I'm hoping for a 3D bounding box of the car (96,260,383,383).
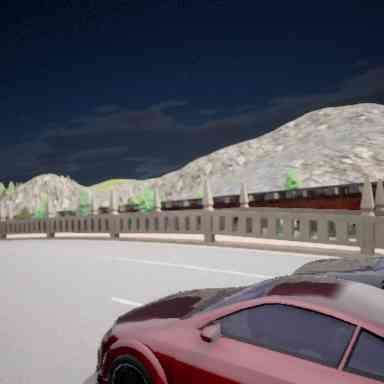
[{"bbox_3d":[0.997,1.565,3.276,4.181,1.385,1.994,0,0,35],"label":"car"}]

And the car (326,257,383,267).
[{"bbox_3d":[4.311,1.545,5.215,5.357,1.411,2.033,0,0,35],"label":"car"}]
